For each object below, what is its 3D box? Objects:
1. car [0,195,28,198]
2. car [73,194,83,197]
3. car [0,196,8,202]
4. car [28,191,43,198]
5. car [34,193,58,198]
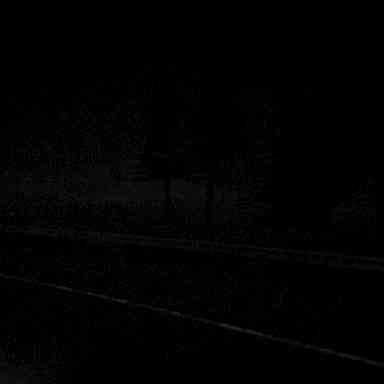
[{"bbox_3d":[-37.073,1.386,68.998,1.837,1.490,4.892,0,0,12],"label":"car"},{"bbox_3d":[-28.799,1.345,84.294,1.837,1.490,4.892,0,0,1],"label":"car"},{"bbox_3d":[-40.724,1.484,68.684,1.895,1.301,4.718,0,0,16],"label":"car"},{"bbox_3d":[-39.291,0.782,83.793,2.150,2.045,5.566,0,0,1],"label":"car"},{"bbox_3d":[-29.985,1.436,68.859,1.994,1.385,4.181,0,0,12],"label":"car"}]
